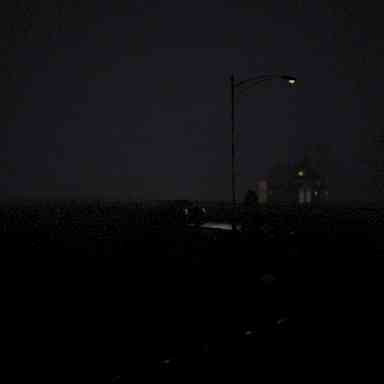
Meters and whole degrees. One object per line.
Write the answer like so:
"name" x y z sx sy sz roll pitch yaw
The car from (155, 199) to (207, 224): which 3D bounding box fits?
"car" -0.922 1.327 24.801 2.097 1.767 4.553 -1 1 -36
